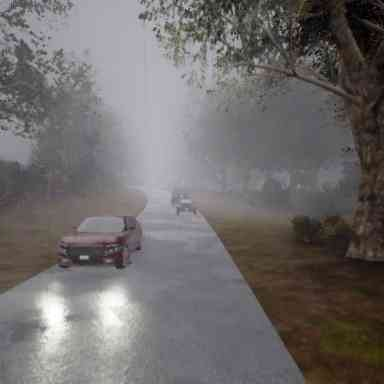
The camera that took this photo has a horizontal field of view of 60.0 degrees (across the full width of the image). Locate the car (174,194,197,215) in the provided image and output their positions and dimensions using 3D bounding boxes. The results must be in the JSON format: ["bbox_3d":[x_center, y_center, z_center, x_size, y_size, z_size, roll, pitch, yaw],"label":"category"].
[{"bbox_3d":[-0.574,1.276,31.263,1.812,1.442,4.674,0,1,-3],"label":"car"}]

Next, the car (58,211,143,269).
[{"bbox_3d":[-2.861,1.465,11.321,1.882,1.535,5.008,1,0,0],"label":"car"}]

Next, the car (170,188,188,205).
[{"bbox_3d":[-1.587,0.539,42.856,2.150,2.045,5.566,0,3,-7],"label":"car"}]
